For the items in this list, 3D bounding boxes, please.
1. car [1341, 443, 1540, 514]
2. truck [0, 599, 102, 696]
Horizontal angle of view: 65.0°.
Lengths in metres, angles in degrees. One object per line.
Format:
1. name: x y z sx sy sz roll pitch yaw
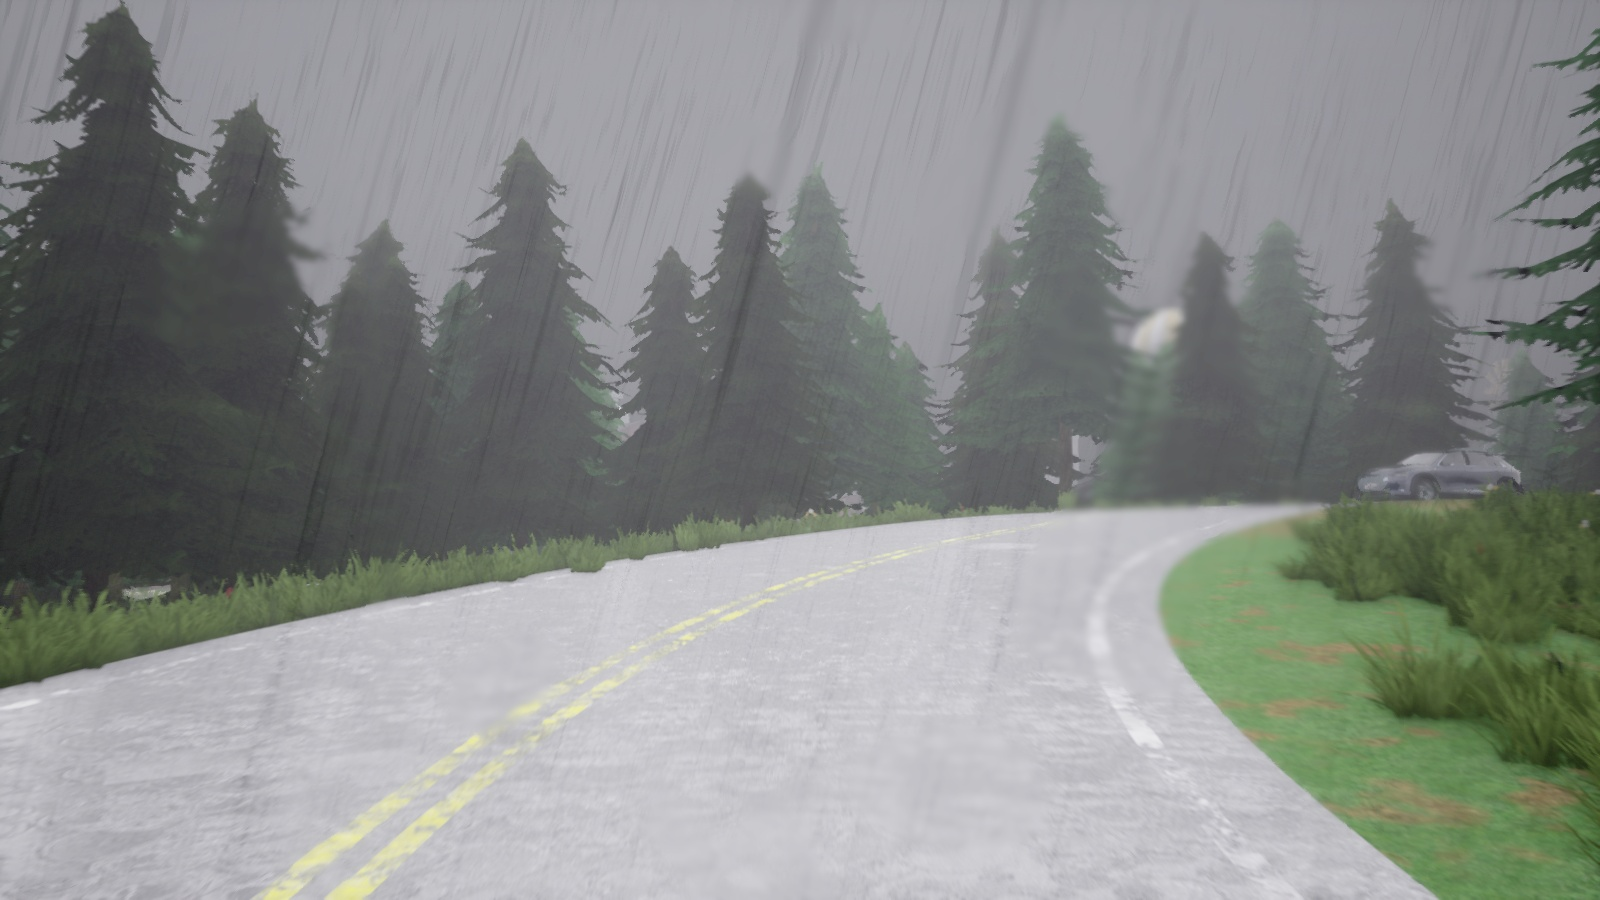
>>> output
1. car: 17.360 0.817 34.076 4.856 1.649 2.033 3 -5 -21
2. truck: -34.897 8.457 53.691 8.468 3.827 2.891 2 -4 -23
